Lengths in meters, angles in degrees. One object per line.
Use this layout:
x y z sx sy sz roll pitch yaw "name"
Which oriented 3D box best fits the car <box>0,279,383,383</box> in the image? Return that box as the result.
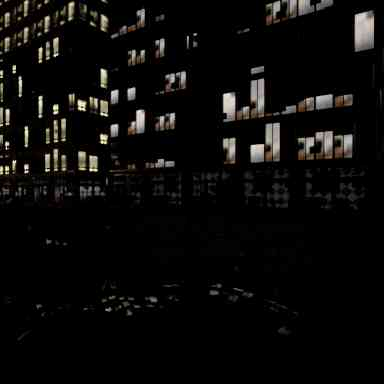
-0.441 1.566 3.184 4.313 1.339 1.947 0 0 36 "car"
